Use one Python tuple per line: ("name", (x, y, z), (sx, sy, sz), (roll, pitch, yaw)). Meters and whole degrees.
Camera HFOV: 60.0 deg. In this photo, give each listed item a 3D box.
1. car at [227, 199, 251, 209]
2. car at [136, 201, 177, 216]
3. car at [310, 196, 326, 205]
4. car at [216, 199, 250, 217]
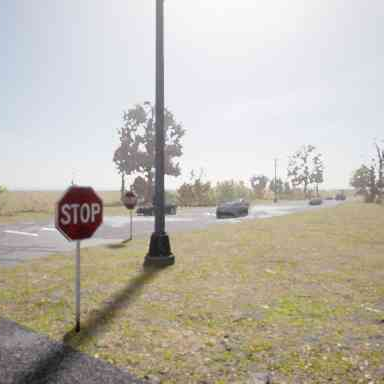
("car", (7.055, 1.714, 49.532), (1.994, 1.385, 4.181), (0, 0, 34))
("car", (-3.579, 1.586, 33.713), (1.882, 1.535, 5.008), (0, 0, 34))
("car", (23.749, 1.770, 63.539), (1.994, 1.385, 4.181), (0, 0, 27))
("car", (4.054, 1.675, 32.501), (1.994, 1.385, 4.181), (0, 0, 34))
